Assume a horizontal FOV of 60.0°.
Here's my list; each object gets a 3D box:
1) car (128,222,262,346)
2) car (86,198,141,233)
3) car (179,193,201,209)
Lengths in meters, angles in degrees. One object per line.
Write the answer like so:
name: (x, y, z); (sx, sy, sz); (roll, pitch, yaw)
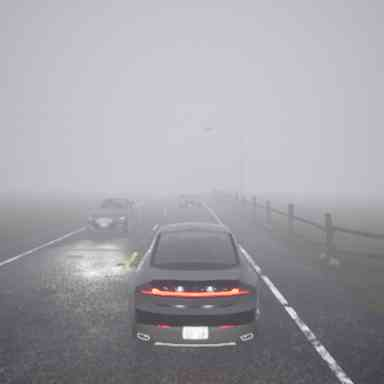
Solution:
car: (0.049, 1.334, 6.299); (1.837, 1.490, 4.892); (0, 2, 0)
car: (-3.704, 1.051, 16.324); (2.128, 1.511, 4.902); (0, 2, -1)
car: (-0.209, 0.782, 30.274); (1.895, 1.301, 4.718); (0, 2, -1)
